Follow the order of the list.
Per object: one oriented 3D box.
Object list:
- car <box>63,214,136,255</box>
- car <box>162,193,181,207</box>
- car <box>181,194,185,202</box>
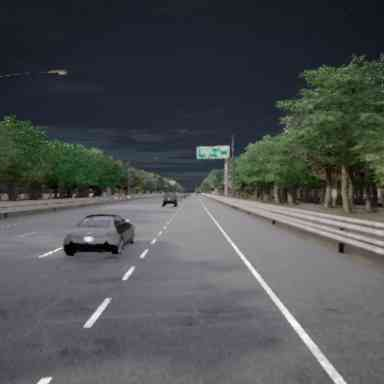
[{"bbox_3d":[-3.492,1.566,13.255,1.994,1.385,4.181,0,0,0],"label":"car"},{"bbox_3d":[-3.366,1.218,52.048,2.150,2.045,5.566,0,0,0],"label":"car"},{"bbox_3d":[-3.222,1.512,77.177,2.033,1.411,5.357,0,0,0],"label":"car"}]
